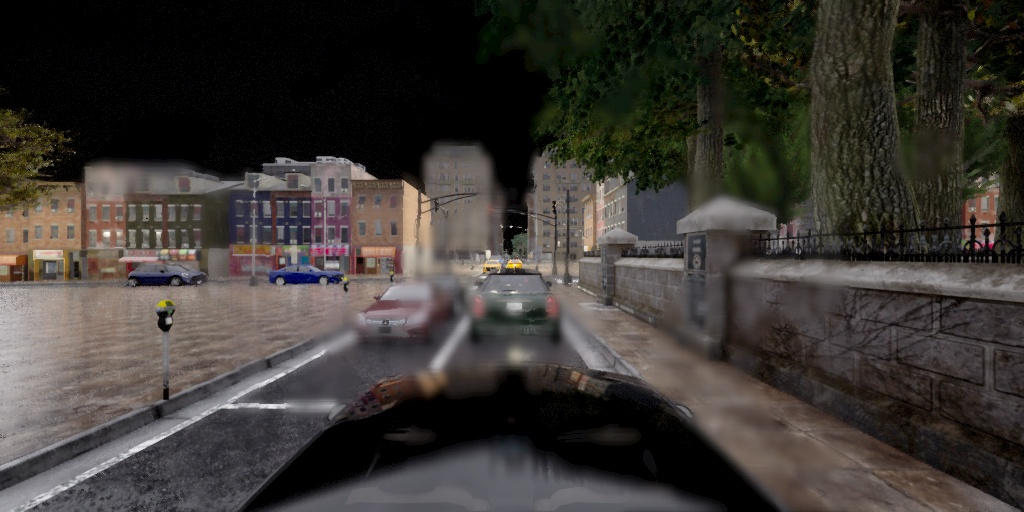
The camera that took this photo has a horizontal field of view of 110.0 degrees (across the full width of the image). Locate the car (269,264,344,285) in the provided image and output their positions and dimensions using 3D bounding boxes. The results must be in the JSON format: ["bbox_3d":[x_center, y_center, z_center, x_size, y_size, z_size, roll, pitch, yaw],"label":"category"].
[{"bbox_3d":[-14.888,1.373,26.160,5.008,1.535,1.882,-1,0,0],"label":"car"}]

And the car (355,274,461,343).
[{"bbox_3d":[-2.638,1.332,9.600,1.802,1.307,4.207,0,0,0],"label":"car"}]

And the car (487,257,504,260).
[{"bbox_3d":[-2.275,1.220,41.529,1.882,1.535,5.008,0,0,1],"label":"car"}]

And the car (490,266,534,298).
[{"bbox_3d":[-0.143,1.314,19.158,1.994,1.385,4.181,0,0,-5],"label":"car"}]

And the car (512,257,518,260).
[{"bbox_3d":[0.409,1.218,51.725,1.882,1.535,5.008,0,0,0],"label":"car"}]

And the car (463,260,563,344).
[{"bbox_3d":[0.074,1.102,9.714,2.097,1.767,4.553,0,0,0],"label":"car"}]

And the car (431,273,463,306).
[{"bbox_3d":[-2.638,1.315,13.262,1.948,1.339,4.313,0,0,0],"label":"car"}]

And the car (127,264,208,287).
[{"bbox_3d":[-24.966,1.380,26.128,4.553,1.767,2.097,-1,0,0],"label":"car"}]
